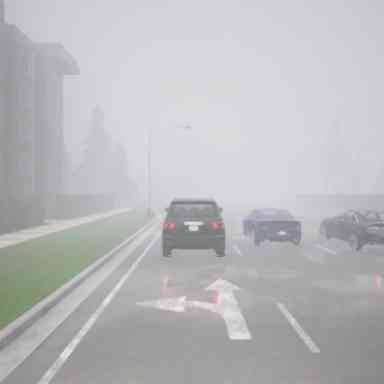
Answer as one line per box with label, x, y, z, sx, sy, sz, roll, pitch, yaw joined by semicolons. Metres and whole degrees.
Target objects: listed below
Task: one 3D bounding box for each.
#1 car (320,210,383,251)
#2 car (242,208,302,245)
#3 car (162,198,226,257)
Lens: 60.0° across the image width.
car;7.067;1.492;14.078;2.128;1.511;4.902;0;0;0
car;3.575;1.477;15.608;1.882;1.535;5.008;0;0;0
car;0.065;1.223;13.139;2.150;2.045;5.566;0;0;0
